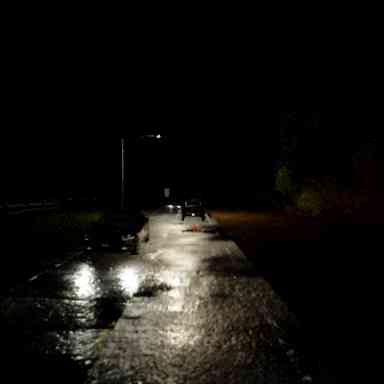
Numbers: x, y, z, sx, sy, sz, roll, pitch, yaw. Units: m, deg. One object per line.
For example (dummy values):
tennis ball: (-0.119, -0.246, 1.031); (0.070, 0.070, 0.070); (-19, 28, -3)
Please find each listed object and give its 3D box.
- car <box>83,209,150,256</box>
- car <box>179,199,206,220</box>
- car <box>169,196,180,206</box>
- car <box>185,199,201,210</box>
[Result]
car: (-2.848, 1.481, 13.431); (1.882, 1.535, 5.008); (0, 0, 0)
car: (0.094, 1.510, 28.043); (1.837, 1.490, 4.892); (0, -1, 0)
car: (-2.801, 1.528, 57.015); (1.837, 1.490, 4.892); (0, 0, 0)
car: (0.101, 1.578, 43.013); (1.994, 1.385, 4.181); (0, 0, 0)
